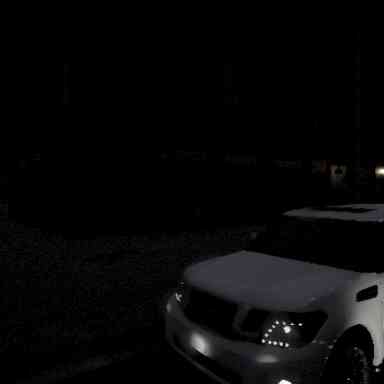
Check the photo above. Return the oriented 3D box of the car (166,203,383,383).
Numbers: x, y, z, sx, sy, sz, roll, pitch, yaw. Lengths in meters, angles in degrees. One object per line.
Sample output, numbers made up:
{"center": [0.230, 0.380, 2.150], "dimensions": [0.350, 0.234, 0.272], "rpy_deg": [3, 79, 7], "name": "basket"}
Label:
{"center": [2.332, 1.226, 5.044], "dimensions": [5.566, 2.045, 2.150], "rpy_deg": [0, 0, -36], "name": "car"}
